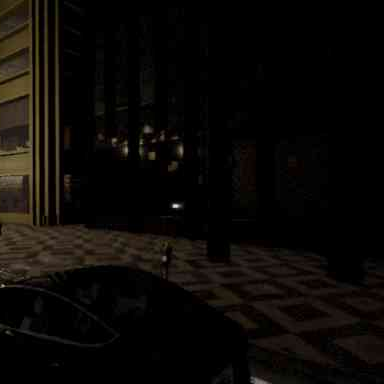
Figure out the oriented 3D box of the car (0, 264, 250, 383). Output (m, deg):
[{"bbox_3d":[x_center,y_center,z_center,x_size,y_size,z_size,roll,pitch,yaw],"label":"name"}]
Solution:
[{"bbox_3d":[-1.445,1.552,3.887,4.313,1.339,1.947,0,0,36],"label":"car"}]
